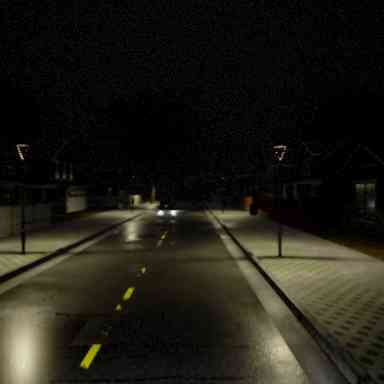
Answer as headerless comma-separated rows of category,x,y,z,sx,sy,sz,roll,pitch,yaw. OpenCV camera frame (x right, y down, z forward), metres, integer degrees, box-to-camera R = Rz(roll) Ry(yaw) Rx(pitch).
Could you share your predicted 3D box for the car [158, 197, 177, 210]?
car,-2.841,1.320,38.916,1.837,1.490,4.892,0,0,0
